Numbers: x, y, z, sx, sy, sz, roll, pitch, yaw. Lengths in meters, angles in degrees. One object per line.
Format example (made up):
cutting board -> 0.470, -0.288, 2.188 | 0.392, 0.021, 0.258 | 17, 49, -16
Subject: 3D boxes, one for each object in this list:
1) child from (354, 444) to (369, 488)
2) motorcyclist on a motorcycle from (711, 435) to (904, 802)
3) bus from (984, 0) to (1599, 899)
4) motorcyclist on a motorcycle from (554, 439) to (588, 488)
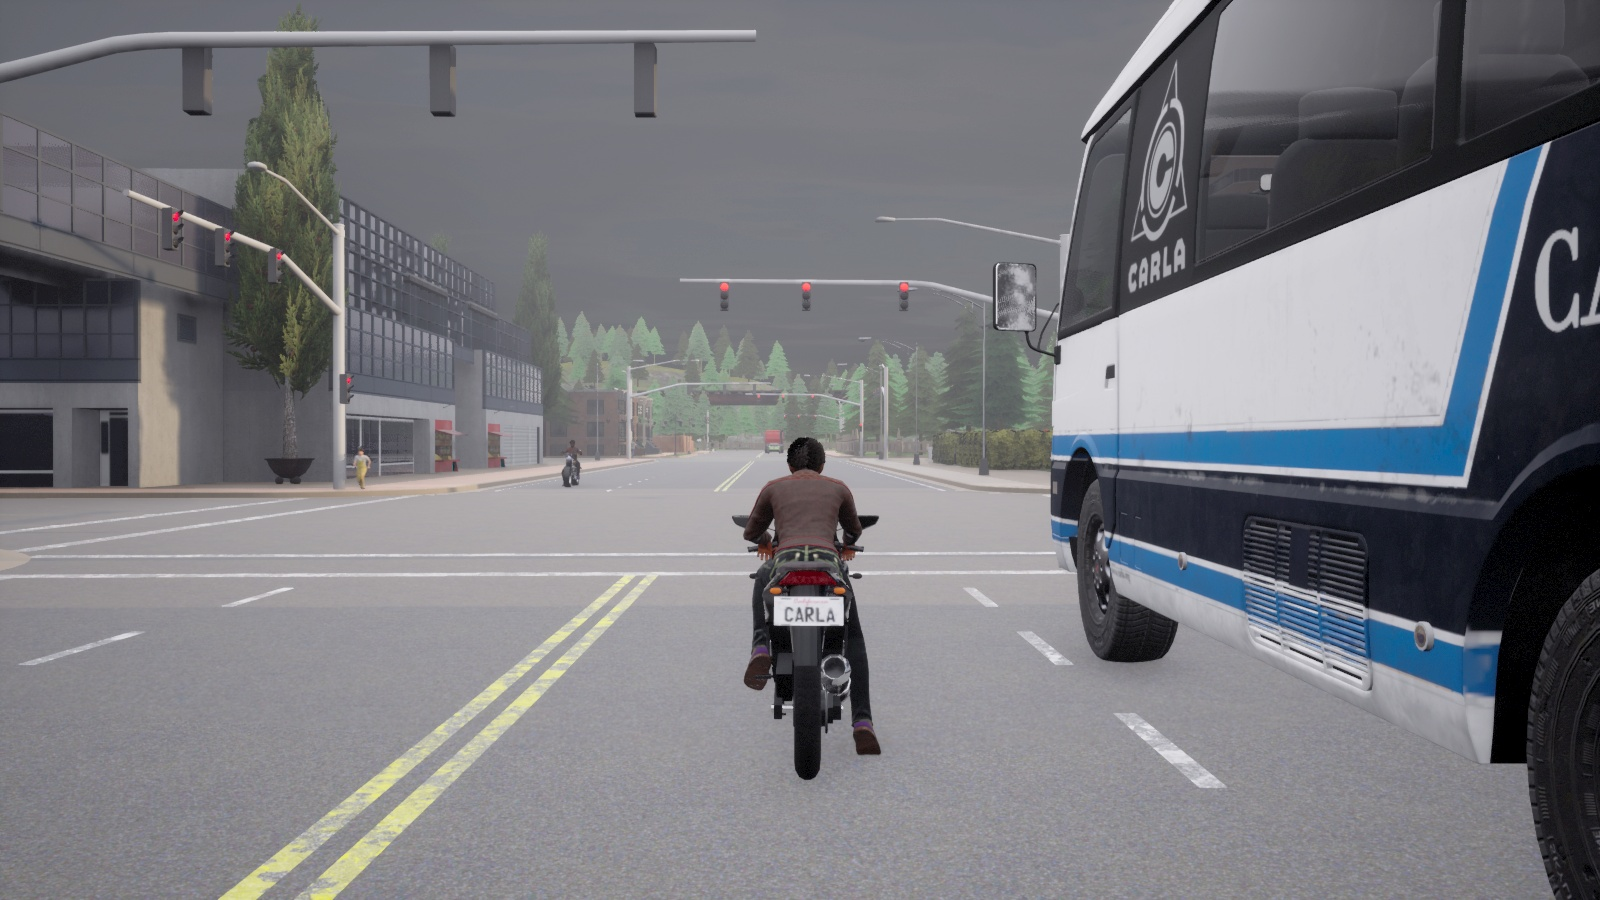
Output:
child -> -12.695, 0.469, 36.367 | 0.270, 1.263, 0.437 | 0, 0, 3
motorcyclist on a motorcycle -> 0.030, 0.693, 6.236 | 0.797, 1.523, 2.044 | 0, 0, 0
bus -> 3.533, -0.659, 5.564 | 3.944, 4.253, 10.273 | 0, 0, 0
motorcyclist on a motorcycle -> -7.852, 0.447, 43.159 | 0.766, 1.649, 2.350 | 0, 0, -1
